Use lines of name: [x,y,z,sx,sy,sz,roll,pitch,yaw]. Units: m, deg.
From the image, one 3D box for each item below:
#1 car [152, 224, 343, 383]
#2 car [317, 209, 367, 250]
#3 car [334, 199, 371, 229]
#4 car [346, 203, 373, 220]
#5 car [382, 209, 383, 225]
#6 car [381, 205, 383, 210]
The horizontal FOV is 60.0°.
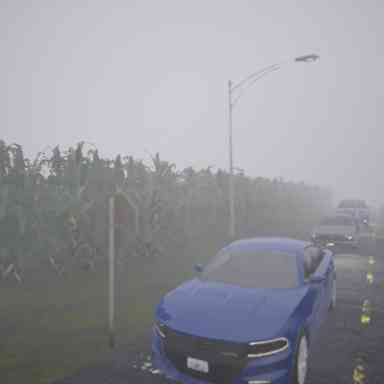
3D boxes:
car: [1.274,1.582,5.736,1.882,1.535,5.008,-1,-1,29]
car: [6.939,1.772,15.833,2.033,1.411,5.357,-1,-1,29]
car: [12.130,1.555,25.093,2.150,2.045,5.566,-1,-1,29]
car: [17.235,1.931,34.106,2.128,1.511,4.902,-1,-1,30]
car: [8.705,1.634,12.954,2.128,1.511,4.902,-1,-1,29]
car: [24.339,2.074,40.811,1.895,1.301,4.718,-1,-1,29]
